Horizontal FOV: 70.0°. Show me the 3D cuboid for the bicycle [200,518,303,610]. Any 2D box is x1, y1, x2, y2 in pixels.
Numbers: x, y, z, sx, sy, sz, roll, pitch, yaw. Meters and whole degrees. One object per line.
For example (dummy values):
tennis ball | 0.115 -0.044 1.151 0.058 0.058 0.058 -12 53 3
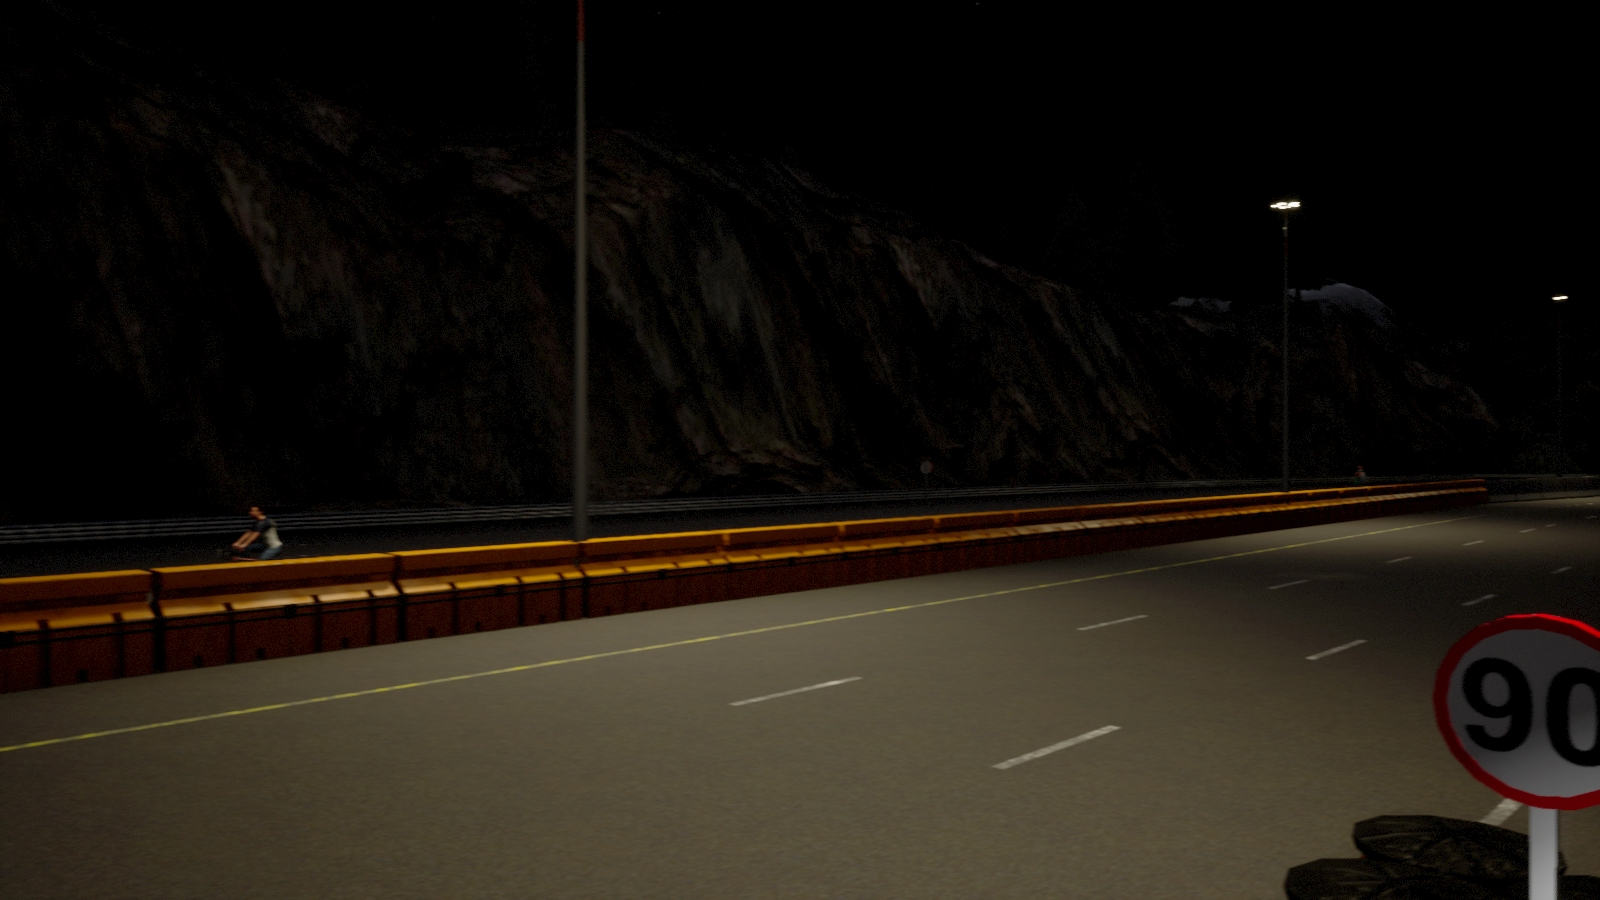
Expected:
bicycle | -9.912 2.032 20.676 0.373 1.514 1.643 0 0 44
